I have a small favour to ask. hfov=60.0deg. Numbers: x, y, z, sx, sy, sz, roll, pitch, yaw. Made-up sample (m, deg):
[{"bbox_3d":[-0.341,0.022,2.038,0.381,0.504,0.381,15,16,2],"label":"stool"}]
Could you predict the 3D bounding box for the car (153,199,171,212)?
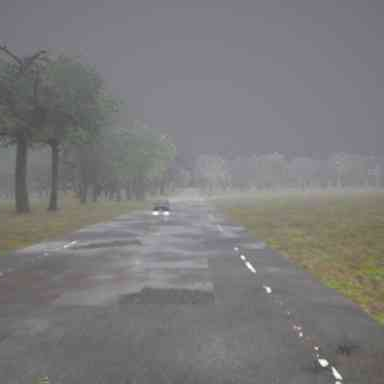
[{"bbox_3d":[-3.493,1.542,39.423,2.033,1.411,5.357,0,0,0],"label":"car"}]
